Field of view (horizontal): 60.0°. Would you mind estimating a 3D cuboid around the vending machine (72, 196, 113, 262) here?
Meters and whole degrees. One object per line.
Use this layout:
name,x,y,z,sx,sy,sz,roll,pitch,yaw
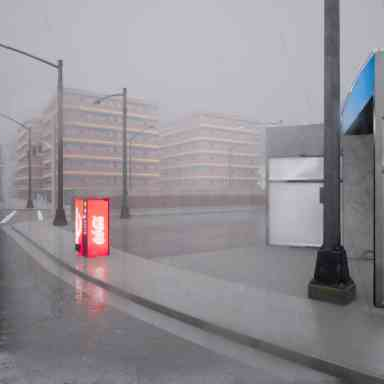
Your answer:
vending machine,-3.375,1.195,11.275,1.100,2.100,0.880,0,0,-36
